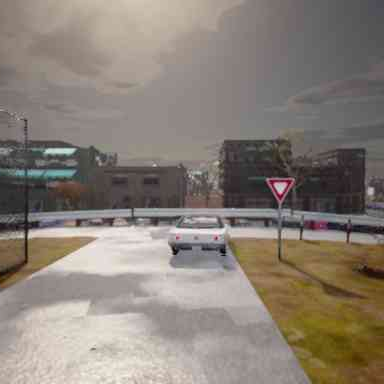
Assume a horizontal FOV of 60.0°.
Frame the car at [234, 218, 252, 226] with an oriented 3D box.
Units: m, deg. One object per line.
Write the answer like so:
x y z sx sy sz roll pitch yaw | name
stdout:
5.729 3.962 41.559 2.231 1.521 4.892 0 1 -18 | car

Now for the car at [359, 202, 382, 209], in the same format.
41.471 3.143 77.175 4.674 1.452 2.002 -1 1 -17 | car

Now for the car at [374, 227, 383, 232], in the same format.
16.767 4.117 24.276 2.435 2.045 5.566 -1 2 -18 | car

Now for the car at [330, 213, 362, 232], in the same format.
17.567 3.714 41.164 2.435 2.045 5.566 0 0 -18 | car

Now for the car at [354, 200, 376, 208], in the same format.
41.680 2.907 80.172 4.553 1.767 2.185 -1 2 -17 | car

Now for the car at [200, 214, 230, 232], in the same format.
2.756 3.834 41.679 2.185 1.767 4.553 0 1 -18 | car

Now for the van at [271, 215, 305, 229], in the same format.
11.597 3.736 41.483 1.878 1.987 4.442 0 1 -18 | van

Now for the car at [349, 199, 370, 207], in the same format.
41.857 2.838 83.167 4.553 1.767 2.185 -1 2 -17 | car

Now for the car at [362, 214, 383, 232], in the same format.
20.524 3.715 41.070 2.435 2.045 5.566 0 1 -18 | car

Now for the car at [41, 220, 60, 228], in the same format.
-17.945 3.948 42.295 2.097 1.535 5.008 0 1 -18 | car

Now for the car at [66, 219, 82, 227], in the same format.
-15.045 3.945 42.378 1.946 1.575 5.366 0 1 -18 | car

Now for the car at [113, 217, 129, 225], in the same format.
-9.131 3.948 42.192 1.946 1.575 5.366 0 1 -18 | car

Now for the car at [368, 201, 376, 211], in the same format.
41.130 3.244 71.174 5.008 1.535 2.097 -1 2 -17 | car

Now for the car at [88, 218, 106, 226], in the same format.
-12.019 3.951 42.112 2.097 1.535 5.008 0 1 -18 | car

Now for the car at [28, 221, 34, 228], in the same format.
-20.909 3.976 42.415 2.163 1.488 4.792 0 1 -18 | car

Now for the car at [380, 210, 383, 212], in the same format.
26.407 3.716 40.932 2.435 2.045 5.566 0 1 -18 | car

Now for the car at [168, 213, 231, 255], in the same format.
0.442 1.445 12.597 1.895 1.301 4.718 0 1 7 | car

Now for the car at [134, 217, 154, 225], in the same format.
-6.092 3.985 41.904 2.163 1.488 4.792 0 1 -18 | car

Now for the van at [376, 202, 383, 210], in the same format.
40.837 3.091 68.136 4.442 1.987 1.878 -1 2 -17 | van

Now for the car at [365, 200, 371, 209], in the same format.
41.262 3.048 74.171 4.553 1.767 2.185 -1 1 -17 | car

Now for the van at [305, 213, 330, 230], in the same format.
14.555 3.737 41.390 1.878 1.987 4.442 0 1 -18 | van
